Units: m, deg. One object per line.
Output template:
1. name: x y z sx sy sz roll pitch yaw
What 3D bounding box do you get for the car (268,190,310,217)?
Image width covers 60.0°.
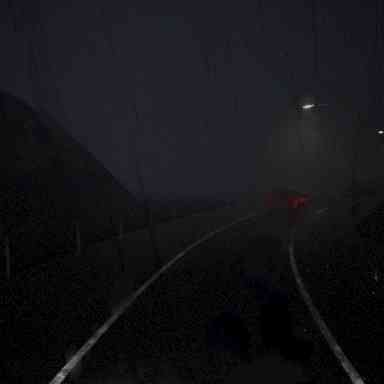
1. car: 6.891 0.620 23.280 2.097 1.767 4.553 3 4 29

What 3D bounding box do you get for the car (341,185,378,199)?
1. car: 18.435 -0.036 36.587 5.357 1.411 2.033 -3 5 -39
